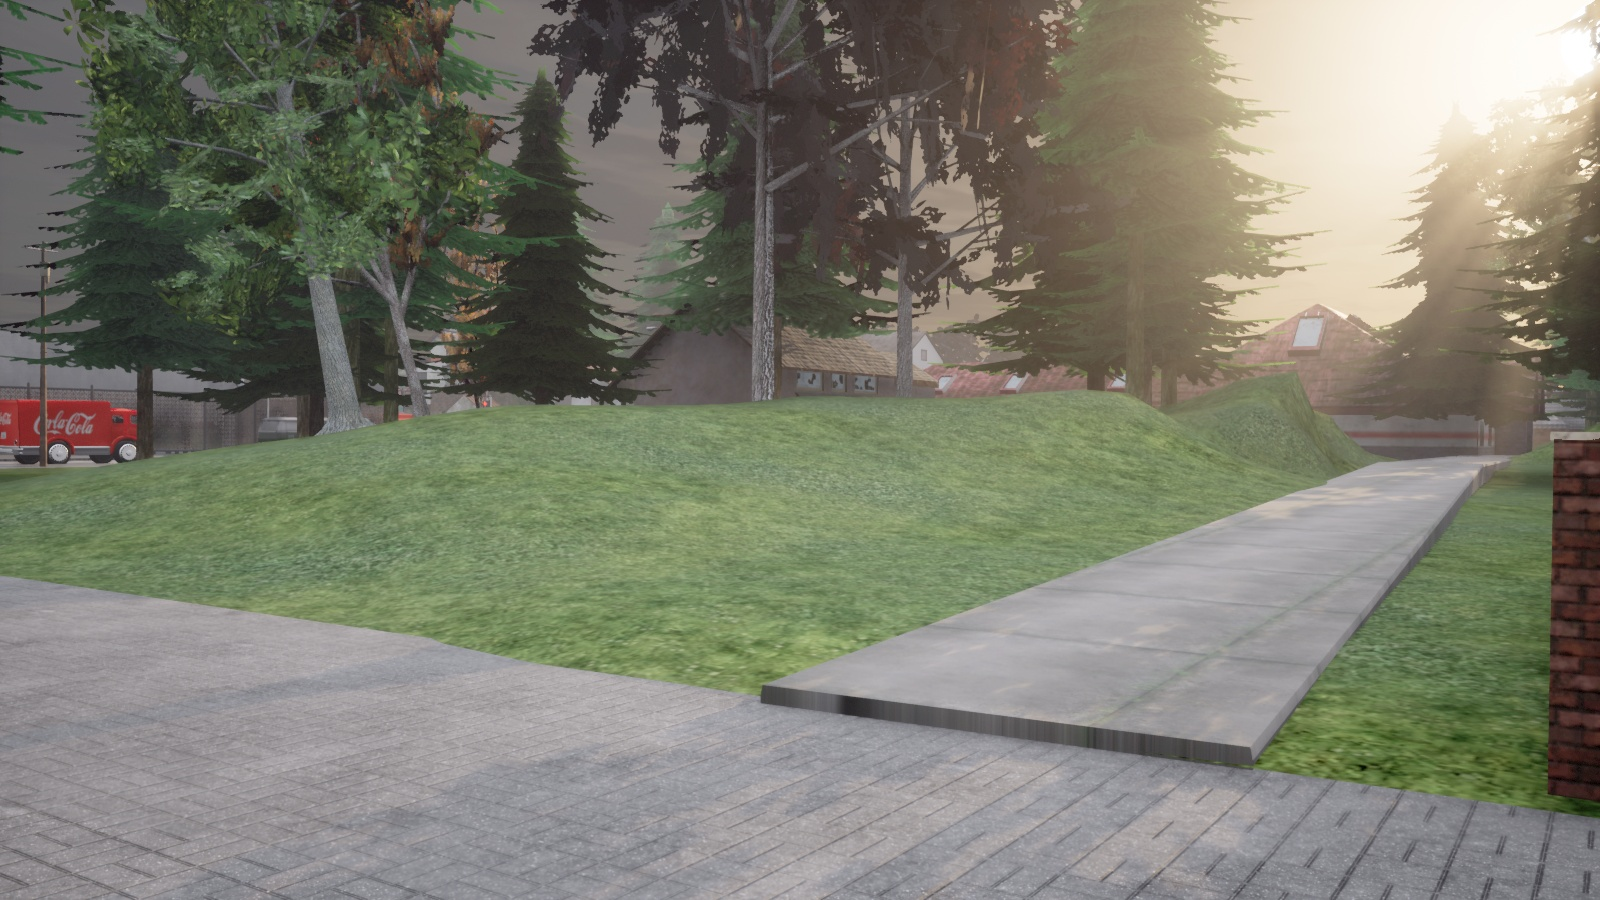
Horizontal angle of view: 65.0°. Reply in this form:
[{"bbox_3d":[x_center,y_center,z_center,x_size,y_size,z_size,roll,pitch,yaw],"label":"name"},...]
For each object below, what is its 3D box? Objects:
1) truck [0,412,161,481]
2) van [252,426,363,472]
[{"bbox_3d":[-27.698,-0.160,47.996,2.627,2.467,5.204,0,1,34],"label":"truck"},{"bbox_3d":[-22.077,-0.087,56.452,1.775,1.987,4.442,0,1,33],"label":"van"}]
